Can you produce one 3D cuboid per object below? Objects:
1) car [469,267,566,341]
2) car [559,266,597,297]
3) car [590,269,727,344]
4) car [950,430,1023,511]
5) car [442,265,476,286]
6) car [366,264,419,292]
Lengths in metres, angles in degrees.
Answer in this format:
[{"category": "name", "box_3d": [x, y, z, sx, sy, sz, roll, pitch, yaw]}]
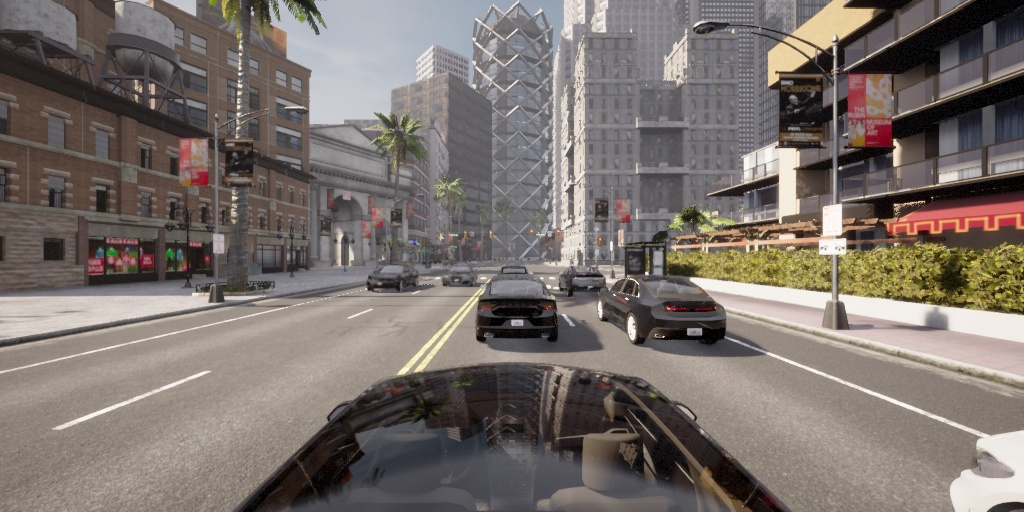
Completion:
[{"category": "car", "box_3d": [0.109, 1.228, 9.878, 1.882, 1.535, 5.008, 0, 0, 0]}, {"category": "car", "box_3d": [3.602, 1.241, 18.929, 2.128, 1.511, 4.902, 0, 0, 0]}, {"category": "car", "box_3d": [3.609, 1.255, 9.523, 1.837, 1.490, 4.892, 0, 0, 0]}, {"category": "car", "box_3d": [3.662, 1.276, 0.218, 1.812, 1.442, 4.674, 0, 0, -1]}, {"category": "car", "box_3d": [-3.500, 1.343, 24.579, 1.994, 1.385, 4.181, 0, 0, 0]}, {"category": "car", "box_3d": [-7.029, 1.227, 21.595, 1.882, 1.535, 5.008, 0, 0, 1]}]
